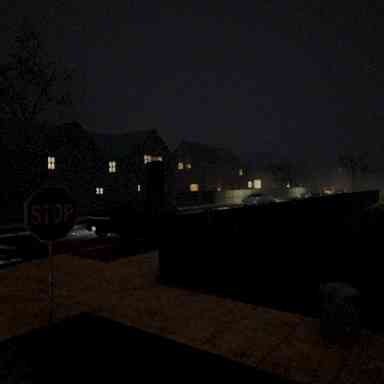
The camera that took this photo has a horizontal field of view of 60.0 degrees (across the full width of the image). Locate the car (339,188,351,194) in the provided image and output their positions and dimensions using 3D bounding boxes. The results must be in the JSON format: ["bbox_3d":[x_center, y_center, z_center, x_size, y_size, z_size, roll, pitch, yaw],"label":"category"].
[{"bbox_3d":[21.576,0.247,47.711,1.837,1.490,4.892,0,1,37],"label":"car"}]

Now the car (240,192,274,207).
[{"bbox_3d":[6.414,0.779,32.253,1.812,1.442,4.674,0,1,37],"label":"car"}]

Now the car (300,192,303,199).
[{"bbox_3d":[16.355,0.262,45.336,1.895,1.301,4.718,0,1,37],"label":"car"}]

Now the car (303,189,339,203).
[{"bbox_3d":[15.347,0.472,39.353,2.128,1.511,4.902,0,1,38],"label":"car"}]

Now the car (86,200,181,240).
[{"bbox_3d":[-2.567,1.218,15.557,2.128,1.511,4.902,0,1,37],"label":"car"}]

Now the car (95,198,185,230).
[{"bbox_3d":[-2.912,1.197,19.844,2.033,1.411,5.357,0,1,37],"label":"car"}]
